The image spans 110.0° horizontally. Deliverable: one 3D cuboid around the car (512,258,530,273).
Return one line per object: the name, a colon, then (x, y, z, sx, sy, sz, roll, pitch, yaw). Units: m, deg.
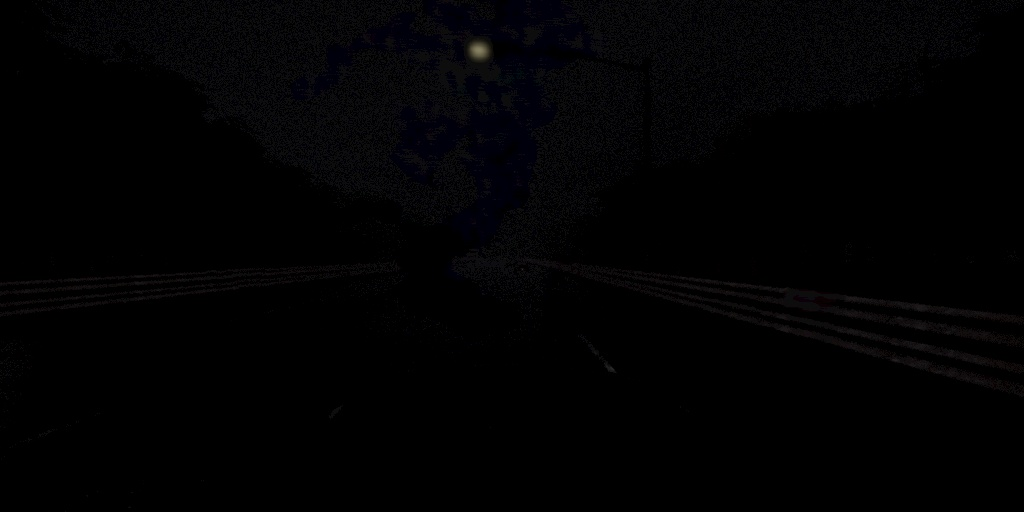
car: (1.231, 1.349, 44.468, 1.812, 1.442, 4.674, 0, 0, 0)

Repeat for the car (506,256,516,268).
car: (0.020, 1.211, 65.028, 2.097, 1.767, 4.553, 0, 0, 0)
